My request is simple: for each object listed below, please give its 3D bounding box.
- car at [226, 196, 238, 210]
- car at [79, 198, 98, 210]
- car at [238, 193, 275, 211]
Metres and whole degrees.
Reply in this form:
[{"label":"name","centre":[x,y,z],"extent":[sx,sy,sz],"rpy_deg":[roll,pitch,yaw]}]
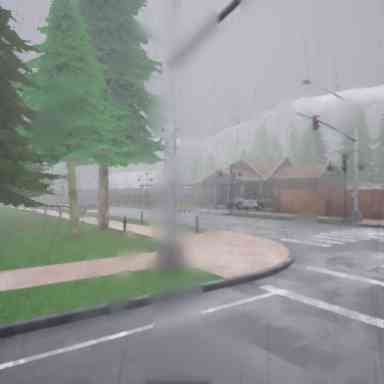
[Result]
[{"label":"car","centre":[5.763,1.055,37.517],"extent":[3.866,1.878,1.905],"rpy_deg":[0,0,-37]},{"label":"car","centre":[-12.547,1.493,40.982],"extent":[1.994,1.385,4.181],"rpy_deg":[0,0,-37]},{"label":"car","centre":[7.582,1.052,35.739],"extent":[4.605,1.855,1.932],"rpy_deg":[0,0,-37]}]
